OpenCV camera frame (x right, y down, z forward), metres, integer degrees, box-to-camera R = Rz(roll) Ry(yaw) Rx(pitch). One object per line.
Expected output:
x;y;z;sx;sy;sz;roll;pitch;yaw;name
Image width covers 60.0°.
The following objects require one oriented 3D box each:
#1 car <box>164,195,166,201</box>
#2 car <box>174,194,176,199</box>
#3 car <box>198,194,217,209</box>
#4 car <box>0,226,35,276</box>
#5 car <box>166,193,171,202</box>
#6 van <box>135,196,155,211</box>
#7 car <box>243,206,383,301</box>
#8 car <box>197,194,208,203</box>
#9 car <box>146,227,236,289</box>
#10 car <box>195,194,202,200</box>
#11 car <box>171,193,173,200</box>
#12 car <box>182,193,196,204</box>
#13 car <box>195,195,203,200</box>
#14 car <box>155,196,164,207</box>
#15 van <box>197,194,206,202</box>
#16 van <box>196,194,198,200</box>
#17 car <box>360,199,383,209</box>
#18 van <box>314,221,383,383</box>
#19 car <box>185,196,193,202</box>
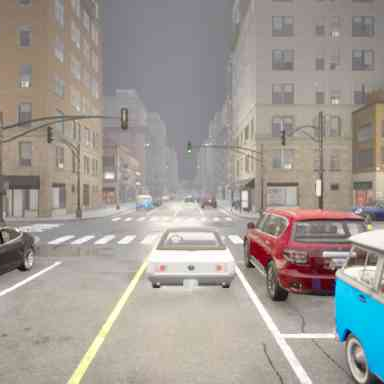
-5.913;1.518;56.327;1.887;1.381;4.507;0;0;-1;car
-6.205;1.269;88.763;2.192;1.841;5.009;0;0;-1;car
2.295;1.294;45.591;2.192;1.841;5.009;0;0;-1;car
-5.452;1.563;8.147;1.947;1.339;4.313;0;0;-1;car
-6.057;1.489;72.376;1.752;1.417;4.829;0;0;-1;car
-5.768;1.323;40.109;1.690;1.788;3.998;0;0;-1;van
2.573;1.312;8.221;2.192;1.841;5.009;0;0;-1;car
2.075;1.282;67.216;2.192;1.841;5.009;0;0;-1;car
-0.020;1.598;9.124;1.895;1.301;4.718;0;0;0;car
1.800;1.391;94.245;1.967;1.590;4.097;0;0;-1;car
-6.108;1.511;77.951;2.008;1.369;4.403;0;0;-1;car
-0.484;1.460;65.027;2.128;1.511;4.902;0;0;-1;car
1.853;1.480;89.009;1.752;1.417;4.829;0;0;-1;car
-5.865;1.542;50.921;1.947;1.339;4.313;0;0;-1;car
2.020;1.305;72.622;1.690;1.788;3.998;0;0;-1;van
2.130;1.311;61.809;1.690;1.788;3.998;0;0;-1;van
13.088;1.278;23.191;4.553;1.767;2.097;0;0;-1;car
2.624;1.340;2.710;1.690;1.788;3.998;0;0;-1;van
-0.685;1.558;75.391;1.895;1.301;4.718;0;0;-1;car
